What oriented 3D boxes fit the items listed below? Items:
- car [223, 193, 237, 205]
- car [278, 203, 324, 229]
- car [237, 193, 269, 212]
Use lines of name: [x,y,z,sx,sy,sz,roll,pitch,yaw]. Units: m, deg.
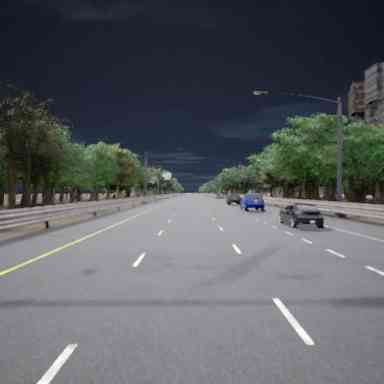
car: [7.115,1.240,57.675,2.150,2.045,5.566,0,0,0]
car: [7.029,1.507,21.778,1.837,1.490,4.892,0,0,0]
car: [7.071,1.242,39.235,2.150,2.045,5.566,0,0,0]
